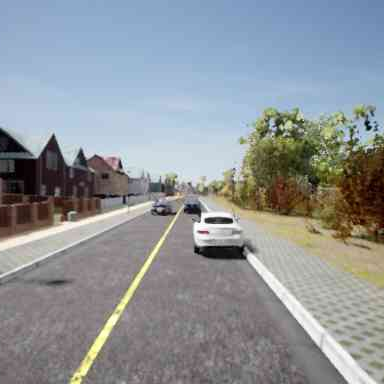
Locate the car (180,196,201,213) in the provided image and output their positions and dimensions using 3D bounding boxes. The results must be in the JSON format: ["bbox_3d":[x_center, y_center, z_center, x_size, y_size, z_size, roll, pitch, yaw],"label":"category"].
[{"bbox_3d":[0.028,1.450,35.682,2.033,1.411,5.357,0,0,0],"label":"car"}]

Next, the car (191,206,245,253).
[{"bbox_3d":[0.962,1.490,13.404,1.812,1.442,4.674,0,0,0],"label":"car"}]

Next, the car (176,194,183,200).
[{"bbox_3d":[-2.747,1.183,73.815,1.882,1.535,5.008,0,0,0],"label":"car"}]

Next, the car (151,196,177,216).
[{"bbox_3d":[-2.843,1.404,32.049,2.128,1.511,4.902,0,0,0],"label":"car"}]

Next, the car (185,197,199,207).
[{"bbox_3d":[0.011,1.464,48.695,1.895,1.301,4.718,0,0,0],"label":"car"}]
